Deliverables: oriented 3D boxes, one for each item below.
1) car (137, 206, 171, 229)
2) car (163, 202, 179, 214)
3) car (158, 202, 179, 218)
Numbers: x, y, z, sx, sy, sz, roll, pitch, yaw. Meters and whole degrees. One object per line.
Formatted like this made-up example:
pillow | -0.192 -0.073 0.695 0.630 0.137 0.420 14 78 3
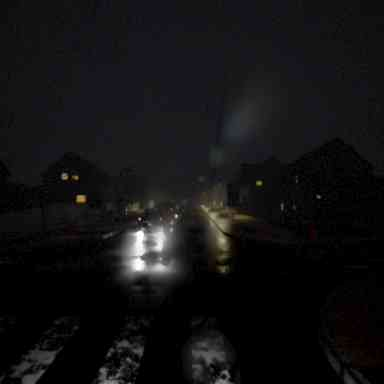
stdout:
car | -2.843 1.940 24.787 1.895 1.301 4.718 0 -1 0
car | -2.829 2.137 45.749 1.882 1.535 5.008 0 -1 0
car | -2.842 1.850 35.482 2.097 1.767 4.553 0 -1 0
